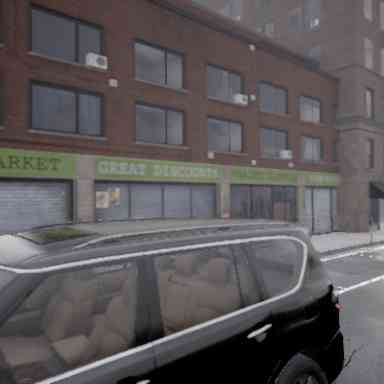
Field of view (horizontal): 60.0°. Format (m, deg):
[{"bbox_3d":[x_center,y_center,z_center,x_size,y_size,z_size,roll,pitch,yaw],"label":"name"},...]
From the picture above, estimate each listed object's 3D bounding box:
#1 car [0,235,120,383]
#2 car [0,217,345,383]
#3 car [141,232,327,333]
[{"bbox_3d":[-3.209,1.543,4.104,4.097,1.590,1.967,1,-2,-39],"label":"car"},{"bbox_3d":[-0.927,1.289,2.647,5.566,2.045,2.150,1,-2,-39],"label":"car"},{"bbox_3d":[1.126,1.766,7.623,4.206,1.307,1.802,1,-2,-39],"label":"car"}]
